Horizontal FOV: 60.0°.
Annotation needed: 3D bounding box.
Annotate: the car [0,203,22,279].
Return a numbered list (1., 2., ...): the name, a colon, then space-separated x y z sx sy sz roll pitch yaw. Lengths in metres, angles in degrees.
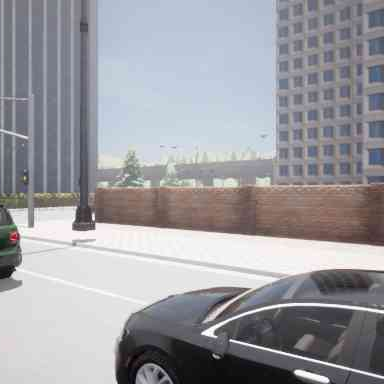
1. car: -6.706 1.221 8.745 5.566 2.045 2.150 0 0 35

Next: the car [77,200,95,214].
1. car: -9.983 1.525 35.423 1.812 1.442 4.674 0 0 35

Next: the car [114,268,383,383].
1. car: 1.377 1.505 3.009 4.892 1.490 1.837 0 0 35
